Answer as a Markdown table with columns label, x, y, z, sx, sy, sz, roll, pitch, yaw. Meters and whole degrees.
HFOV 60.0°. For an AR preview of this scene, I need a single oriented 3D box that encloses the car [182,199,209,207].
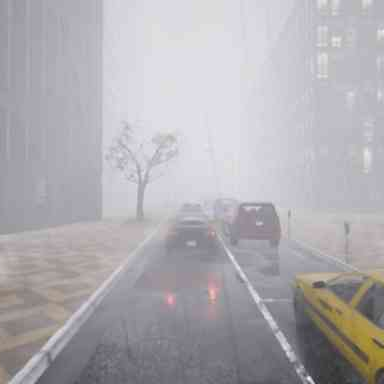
| label | x | y | z | sx | sy | sz | roll | pitch | yaw |
| --- | --- | --- | --- | --- | --- | --- | --- | --- | --- |
| car | -0.023 | 1.506 | 25.694 | 2.033 | 1.411 | 5.357 | 0 | 0 | 0 |

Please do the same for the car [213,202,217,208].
| label | x | y | z | sx | sy | sz | roll | pitch | yaw |
| --- | --- | --- | --- | --- | --- | --- | --- | --- | --- |
| car | 2.544 | 1.548 | 20.637 | 1.802 | 1.307 | 4.206 | 1 | 0 | 0 |

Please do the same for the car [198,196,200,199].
| label | x | y | z | sx | sy | sz | roll | pitch | yaw |
| --- | --- | --- | --- | --- | --- | --- | --- | --- | --- |
| car | 2.464 | 1.509 | 70.744 | 1.802 | 1.307 | 4.206 | 1 | 0 | 0 |

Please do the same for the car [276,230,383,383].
| label | x | y | z | sx | sy | sz | roll | pitch | yaw |
| --- | --- | --- | --- | --- | --- | --- | --- | --- | --- |
| car | 2.572 | 1.518 | 4.105 | 1.752 | 1.417 | 4.829 | 1 | 0 | 0 |

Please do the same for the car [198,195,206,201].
| label | x | y | z | sx | sy | sz | roll | pitch | yaw |
| --- | --- | --- | --- | --- | --- | --- | --- | --- | --- |
| car | 2.446 | 1.510 | 81.877 | 1.802 | 1.307 | 4.206 | 1 | 0 | 0 |

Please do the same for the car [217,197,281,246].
| label | x | y | z | sx | sy | sz | roll | pitch | yaw |
| --- | --- | --- | --- | --- | --- | --- | --- | --- | --- |
| car | 2.558 | 1.289 | 15.070 | 2.192 | 1.841 | 5.009 | 1 | 0 | 0 |

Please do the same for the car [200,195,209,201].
| label | x | y | z | sx | sy | sz | roll | pitch | yaw |
| --- | --- | --- | --- | --- | --- | --- | --- | --- | --- |
| car | 2.500 | 1.481 | 48.474 | 1.887 | 1.381 | 4.507 | 1 | 0 | 0 |

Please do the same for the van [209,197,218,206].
| label | x | y | z | sx | sy | sz | roll | pitch | yaw |
| --- | --- | --- | --- | --- | --- | --- | --- | --- | --- |
| van | 2.540 | 1.299 | 26.205 | 1.690 | 1.788 | 3.998 | 1 | 0 | 0 |

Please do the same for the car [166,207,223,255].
| label | x | y | z | sx | sy | sz | roll | pitch | yaw |
| --- | --- | --- | --- | --- | --- | --- | --- | --- | --- |
| car | 0.023 | 1.504 | 13.010 | 1.812 | 1.442 | 4.674 | 0 | 0 | 1 |
